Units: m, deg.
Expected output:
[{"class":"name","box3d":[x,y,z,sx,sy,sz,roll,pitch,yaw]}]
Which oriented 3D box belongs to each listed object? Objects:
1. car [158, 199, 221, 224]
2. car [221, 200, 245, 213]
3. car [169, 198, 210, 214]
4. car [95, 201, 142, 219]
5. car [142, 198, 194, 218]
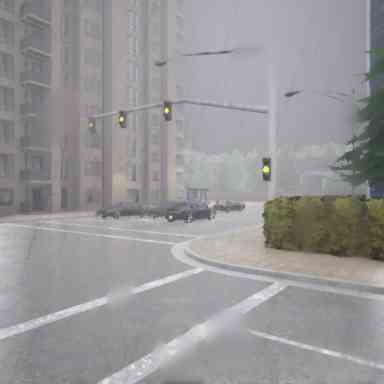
[{"class":"car","box3d":[-0.055,1.500,25.199,1.837,1.490,4.892,0,0,36]},{"class":"car","box3d":[4.076,1.595,37.132,1.895,1.301,4.718,0,0,36]},{"class":"car","box3d":[-0.223,1.485,37.181,2.128,1.511,4.902,0,0,36]},{"class":"car","box3d":[-5.915,1.540,29.383,2.033,1.411,5.357,0,0,36]},{"class":"car","box3d":[-1.579,1.542,29.389,2.033,1.411,5.357,0,0,36]}]
